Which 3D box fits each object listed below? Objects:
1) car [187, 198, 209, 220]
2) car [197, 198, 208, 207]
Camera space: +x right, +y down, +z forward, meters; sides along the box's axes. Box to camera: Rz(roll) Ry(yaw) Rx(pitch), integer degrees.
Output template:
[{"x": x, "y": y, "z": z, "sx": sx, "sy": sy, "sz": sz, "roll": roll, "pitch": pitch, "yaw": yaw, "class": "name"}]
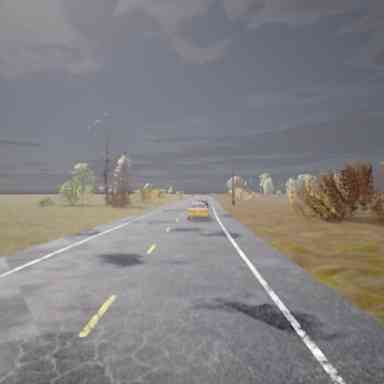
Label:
[{"x": 0.580, "y": 1.590, "z": 29.804, "sx": 1.801, "sy": 1.575, "sz": 5.366, "roll": 0, "pitch": 0, "yaw": 3, "class": "car"}, {"x": 1.862, "y": 1.775, "z": 57.700, "sx": 1.812, "sy": 1.442, "sz": 4.674, "roll": 0, "pitch": -1, "yaw": 3, "class": "car"}]
